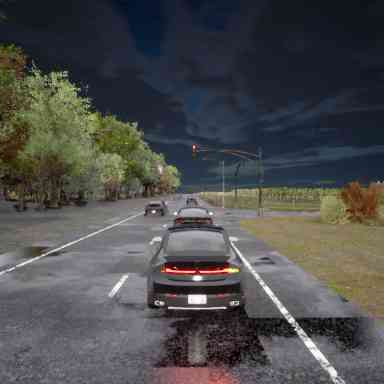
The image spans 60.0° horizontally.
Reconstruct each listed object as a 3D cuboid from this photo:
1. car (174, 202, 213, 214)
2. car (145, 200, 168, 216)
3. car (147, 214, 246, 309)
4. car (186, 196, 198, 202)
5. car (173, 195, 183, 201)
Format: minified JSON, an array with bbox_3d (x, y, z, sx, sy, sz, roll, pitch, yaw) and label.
[{"bbox_3d":[0.063,1.482,17.100,1.882,1.535,5.008,0,0,0],"label":"car"},{"bbox_3d":[-3.476,1.513,32.740,1.837,1.490,4.892,0,1,0],"label":"car"},{"bbox_3d":[0.081,1.507,7.855,1.837,1.490,4.892,0,0,0],"label":"car"},{"bbox_3d":[-0.038,1.509,59.985,1.837,1.490,4.892,0,0,0],"label":"car"},{"bbox_3d":[-3.695,1.525,83.303,2.128,1.511,4.902,0,0,0],"label":"car"}]
